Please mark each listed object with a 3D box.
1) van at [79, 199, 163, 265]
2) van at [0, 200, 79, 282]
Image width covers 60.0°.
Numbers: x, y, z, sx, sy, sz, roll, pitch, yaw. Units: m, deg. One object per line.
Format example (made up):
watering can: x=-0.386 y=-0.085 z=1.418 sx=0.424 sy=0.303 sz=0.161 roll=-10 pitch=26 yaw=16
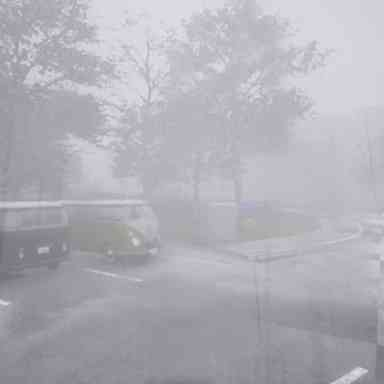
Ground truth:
van: x=-2.982 y=1.240 z=11.316 sx=4.442 sy=1.987 sz=1.878 roll=-1 pitch=-1 yaw=34
van: x=-5.576 y=1.258 z=9.730 sx=4.442 sy=1.987 sz=1.878 roll=-1 pitch=0 yaw=34
